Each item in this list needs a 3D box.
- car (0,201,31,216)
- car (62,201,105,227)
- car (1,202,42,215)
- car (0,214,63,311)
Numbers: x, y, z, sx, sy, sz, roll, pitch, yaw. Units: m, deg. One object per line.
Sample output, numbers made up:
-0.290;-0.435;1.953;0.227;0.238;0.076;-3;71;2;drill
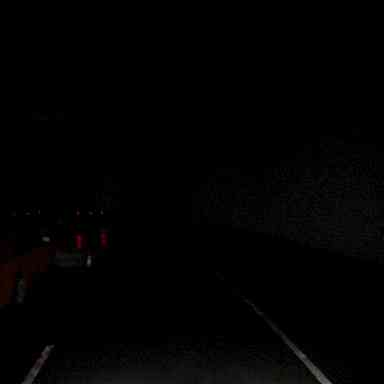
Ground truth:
-19.924;1.783;36.621;5.357;1.411;2.033;-1;0;41;car
-7.885;1.466;23.869;2.097;1.767;4.553;0;0;-33;car
-12.445;1.503;24.271;2.097;1.767;4.553;0;0;-37;car
-4.530;1.530;7.686;1.882;1.535;5.008;0;0;-11;car
